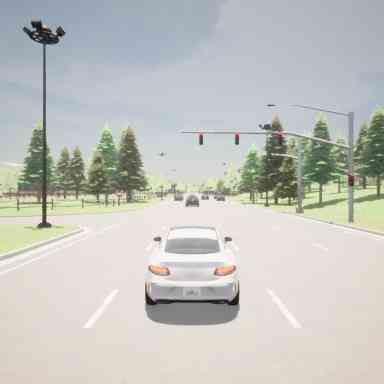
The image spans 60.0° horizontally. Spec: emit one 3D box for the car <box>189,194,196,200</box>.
[{"bbox_3d":[0.140,1.332,92.873,1.837,1.490,4.892,0,0,0],"label":"car"}]

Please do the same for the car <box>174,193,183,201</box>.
[{"bbox_3d":[-3.375,1.544,82.842,1.994,1.385,4.181,0,0,0],"label":"car"}]

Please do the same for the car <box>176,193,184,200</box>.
[{"bbox_3d":[-3.360,1.187,92.848,2.097,1.767,4.553,0,0,0],"label":"car"}]

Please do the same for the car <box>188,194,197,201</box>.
[{"bbox_3d":[0.125,1.347,82.840,2.097,1.767,4.553,0,0,0],"label":"car"}]

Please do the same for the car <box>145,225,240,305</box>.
[{"bbox_3d":[0.018,1.526,7.937,1.812,1.442,4.674,0,0,0],"label":"car"}]

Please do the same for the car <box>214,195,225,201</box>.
[{"bbox_3d":[7.124,1.517,82.442,2.128,1.511,4.902,0,0,0],"label":"car"}]

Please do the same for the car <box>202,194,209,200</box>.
[{"bbox_3d":[3.640,1.355,93.251,2.097,1.767,4.553,0,0,0],"label":"car"}]

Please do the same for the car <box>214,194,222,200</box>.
[{"bbox_3d":[7.140,1.385,92.862,1.994,1.385,4.181,0,0,0],"label":"car"}]

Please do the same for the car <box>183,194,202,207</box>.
[{"bbox_3d":[0.078,1.352,51.810,2.097,1.767,4.553,0,0,0],"label":"car"}]
